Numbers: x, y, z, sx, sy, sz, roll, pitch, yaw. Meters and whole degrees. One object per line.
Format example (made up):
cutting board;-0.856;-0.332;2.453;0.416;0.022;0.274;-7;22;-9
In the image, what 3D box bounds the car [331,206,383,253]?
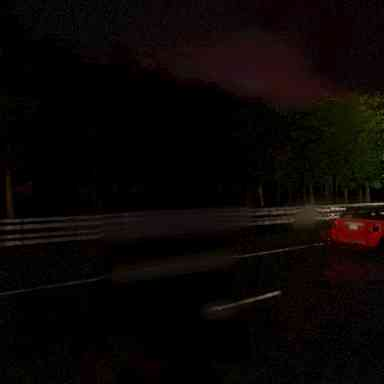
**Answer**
car;7.794;1.339;13.716;4.553;1.767;2.097;0;0;-36
